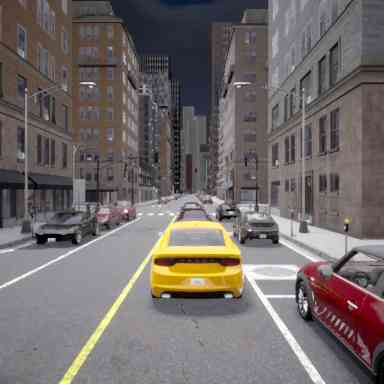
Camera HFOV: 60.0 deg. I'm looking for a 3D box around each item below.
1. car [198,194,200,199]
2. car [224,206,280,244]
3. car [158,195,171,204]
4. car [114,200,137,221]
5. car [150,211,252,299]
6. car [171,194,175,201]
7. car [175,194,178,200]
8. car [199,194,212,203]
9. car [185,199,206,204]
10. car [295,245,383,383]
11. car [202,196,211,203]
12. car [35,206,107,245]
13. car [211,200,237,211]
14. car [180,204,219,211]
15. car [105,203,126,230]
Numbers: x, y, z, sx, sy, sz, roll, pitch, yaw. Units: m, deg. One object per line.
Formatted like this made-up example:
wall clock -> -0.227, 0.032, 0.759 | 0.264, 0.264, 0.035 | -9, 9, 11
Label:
car -> 2.949, 1.615, 74.496 | 2.008, 1.369, 4.403 | 0, 0, 0
car -> 2.864, 1.552, 15.585 | 2.008, 1.369, 4.403 | 0, 0, 0
car -> -5.601, 1.625, 63.695 | 1.802, 1.307, 4.206 | 0, 0, 0
car -> -5.656, 1.443, 26.593 | 1.967, 1.590, 4.097 | 0, 0, 0
car -> 0.099, 1.478, 8.512 | 1.882, 1.535, 5.008 | 0, 0, 0
car -> -5.576, 1.615, 74.512 | 2.008, 1.369, 4.403 | 0, 0, 0
car -> -5.539, 1.636, 90.568 | 1.752, 1.417, 4.829 | 0, 0, 0
car -> 2.923, 1.483, 63.678 | 1.967, 1.590, 4.097 | 0, 0, 0
car -> 0.014, 1.529, 26.317 | 1.812, 1.442, 4.674 | 0, 0, 2
car -> 2.858, 1.440, 4.582 | 1.967, 1.590, 4.097 | 0, 0, 0
car -> 2.936, 1.579, 69.257 | 1.752, 1.417, 4.829 | 0, 0, 0
car -> -5.661, 1.567, 15.590 | 1.947, 1.339, 4.313 | 0, 0, 0
car -> 2.870, 1.569, 26.588 | 1.947, 1.339, 4.313 | 0, 0, 0
car -> 0.116, 1.565, 17.506 | 1.994, 1.385, 4.181 | 0, 0, 0
car -> -5.658, 1.584, 21.091 | 1.802, 1.307, 4.206 | 0, 0, 0
